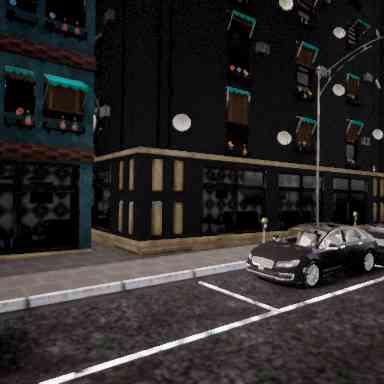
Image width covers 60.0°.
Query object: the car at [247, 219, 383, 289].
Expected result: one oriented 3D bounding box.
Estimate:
[{"bbox_3d":[3.417,1.552,9.127,4.403,1.369,2.008,0,1,-35],"label":"car"}]
